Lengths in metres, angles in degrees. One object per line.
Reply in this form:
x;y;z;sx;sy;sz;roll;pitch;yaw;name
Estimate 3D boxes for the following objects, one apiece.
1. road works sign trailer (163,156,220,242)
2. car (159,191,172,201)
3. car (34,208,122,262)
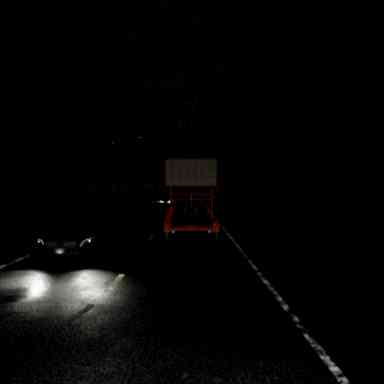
-0.030;0.202;14.709;2.380;3.560;2.880;0;1;-1;road works sign trailer
-4.080;0.624;52.664;2.033;1.411;5.357;0;1;-1;car
-3.635;1.321;11.446;1.812;1.442;4.674;0;1;0;car
